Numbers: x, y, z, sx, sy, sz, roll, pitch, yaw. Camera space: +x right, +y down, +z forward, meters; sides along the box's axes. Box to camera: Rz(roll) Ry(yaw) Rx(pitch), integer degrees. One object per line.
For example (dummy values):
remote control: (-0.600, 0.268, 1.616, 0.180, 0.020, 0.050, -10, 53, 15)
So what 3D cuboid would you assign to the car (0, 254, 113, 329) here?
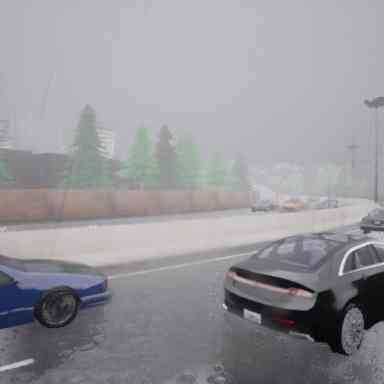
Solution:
car: (-4.065, 1.572, 5.245, 5.357, 1.411, 2.033, 0, 0, -36)

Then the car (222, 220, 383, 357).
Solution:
car: (2.720, 1.507, 6.133, 4.902, 1.511, 2.128, 0, 0, -39)

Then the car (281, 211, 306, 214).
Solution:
car: (11.128, 1.444, 35.752, 2.097, 1.767, 4.553, 0, 0, 35)

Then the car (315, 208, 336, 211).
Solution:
car: (13.437, 1.643, 32.961, 1.994, 1.385, 4.181, 0, 0, 35)

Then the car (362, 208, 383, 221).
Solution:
car: (11.040, 1.587, 18.580, 2.033, 1.411, 5.357, 0, 0, 43)
